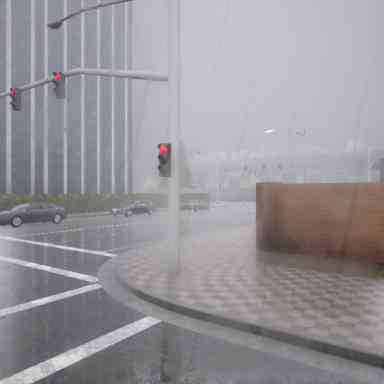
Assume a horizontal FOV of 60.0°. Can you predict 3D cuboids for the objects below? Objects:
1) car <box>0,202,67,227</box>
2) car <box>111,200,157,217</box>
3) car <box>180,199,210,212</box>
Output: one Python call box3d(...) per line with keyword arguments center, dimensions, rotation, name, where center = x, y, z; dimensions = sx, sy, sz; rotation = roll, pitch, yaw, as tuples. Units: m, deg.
box3d(center=(-11.062, 1.505, 22.959), dimensions=(1.837, 1.490, 4.892), rotation=(0, 0, 35), name="car")
box3d(center=(-5.357, 1.491, 30.992), dimensions=(2.128, 1.511, 4.902), rotation=(0, 0, 35), name="car")
box3d(center=(0.415, 1.564, 39.099), dimensions=(1.994, 1.385, 4.181), rotation=(0, 0, 35), name="car")
